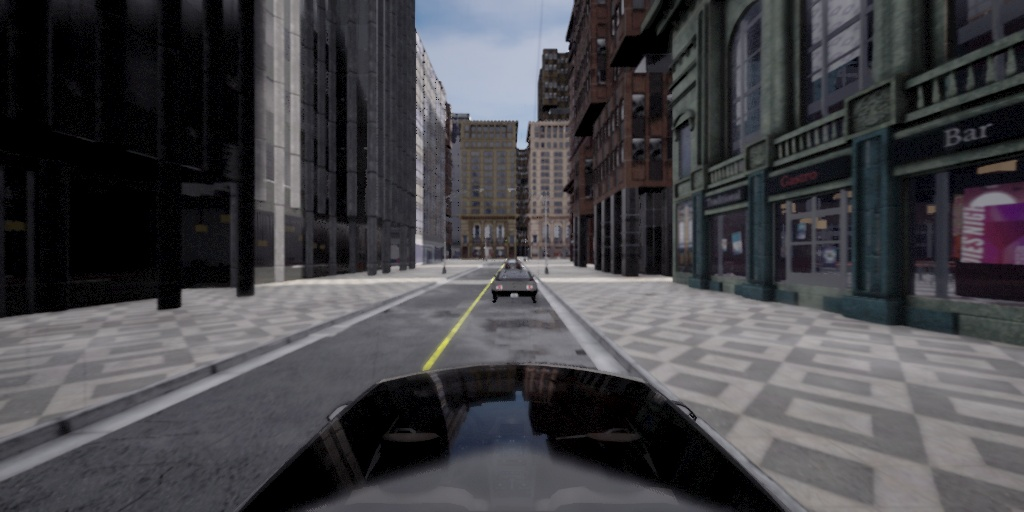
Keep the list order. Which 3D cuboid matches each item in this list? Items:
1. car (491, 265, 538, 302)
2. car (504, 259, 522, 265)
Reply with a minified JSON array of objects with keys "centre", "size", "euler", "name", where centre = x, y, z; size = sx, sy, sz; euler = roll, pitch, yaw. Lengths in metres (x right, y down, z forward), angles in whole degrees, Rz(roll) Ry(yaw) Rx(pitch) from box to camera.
[{"centre":[0.100,1.248,16.341],"size":[1.895,1.301,4.718],"euler":[0,0,0],"name":"car"},{"centre":[0.109,1.024,39.303],"size":[1.812,1.442,4.674],"euler":[0,0,0],"name":"car"}]
